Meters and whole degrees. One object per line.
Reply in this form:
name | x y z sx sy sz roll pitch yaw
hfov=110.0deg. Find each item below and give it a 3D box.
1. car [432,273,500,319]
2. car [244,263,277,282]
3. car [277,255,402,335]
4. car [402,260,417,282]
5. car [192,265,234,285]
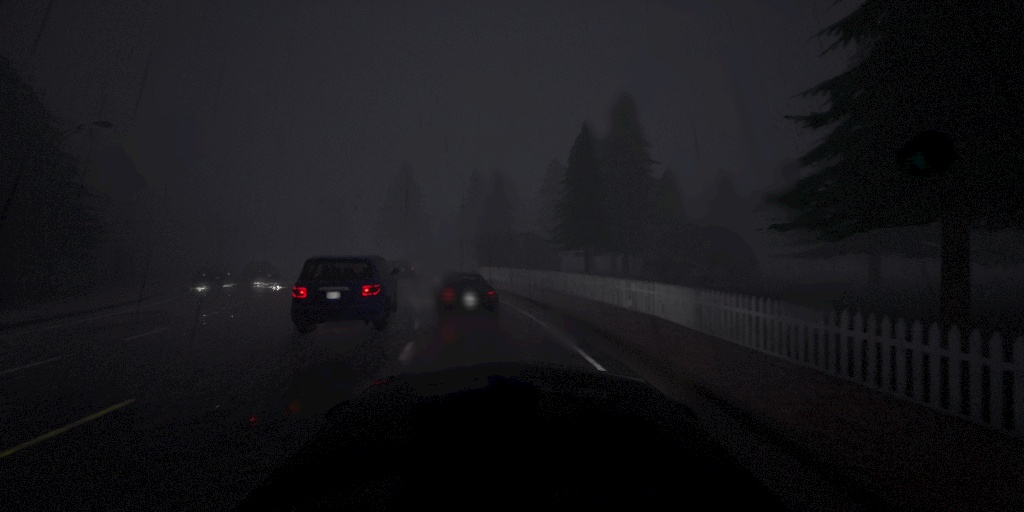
car | -1.737 1.275 12.763 1.994 1.385 4.181 -1 0 -14
car | -21.635 1.336 30.978 4.902 1.511 2.128 0 0 42
car | -4.767 0.980 10.957 2.150 2.045 5.566 -1 1 -13
car | -9.129 1.066 27.997 2.097 1.767 4.553 -1 0 -35
car | -23.065 1.406 27.596 4.674 1.442 1.812 0 0 42
